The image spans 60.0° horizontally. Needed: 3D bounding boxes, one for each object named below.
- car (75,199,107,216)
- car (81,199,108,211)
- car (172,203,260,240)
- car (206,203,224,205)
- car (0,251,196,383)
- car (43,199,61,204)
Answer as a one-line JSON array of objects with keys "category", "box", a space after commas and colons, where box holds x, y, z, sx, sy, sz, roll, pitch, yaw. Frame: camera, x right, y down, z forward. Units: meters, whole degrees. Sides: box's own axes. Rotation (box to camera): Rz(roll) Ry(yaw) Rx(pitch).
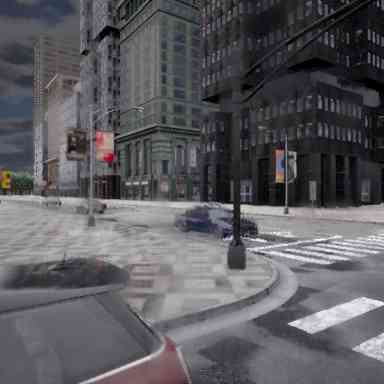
[{"category": "car", "box": [-10.314, 1.494, 33.337, 1.837, 1.490, 4.892, 0, 0, -35]}, {"category": "car", "box": [-12.287, 1.586, 41.748, 1.895, 1.301, 4.718, 0, 0, -35]}, {"category": "car", "box": [1.019, 1.544, 17.401, 2.033, 1.411, 5.357, 0, 0, -35]}, {"category": "car", "box": [1.432, 1.479, 22.437, 2.128, 1.511, 4.902, 0, 0, -35]}, {"category": "car", "box": [-2.145, 1.351, 1.770, 4.553, 1.767, 2.097, 0, 0, -36]}, {"category": "car", "box": [-19.707, 1.265, 46.682, 1.994, 1.385, 4.181, 0, 0, -35]}]
